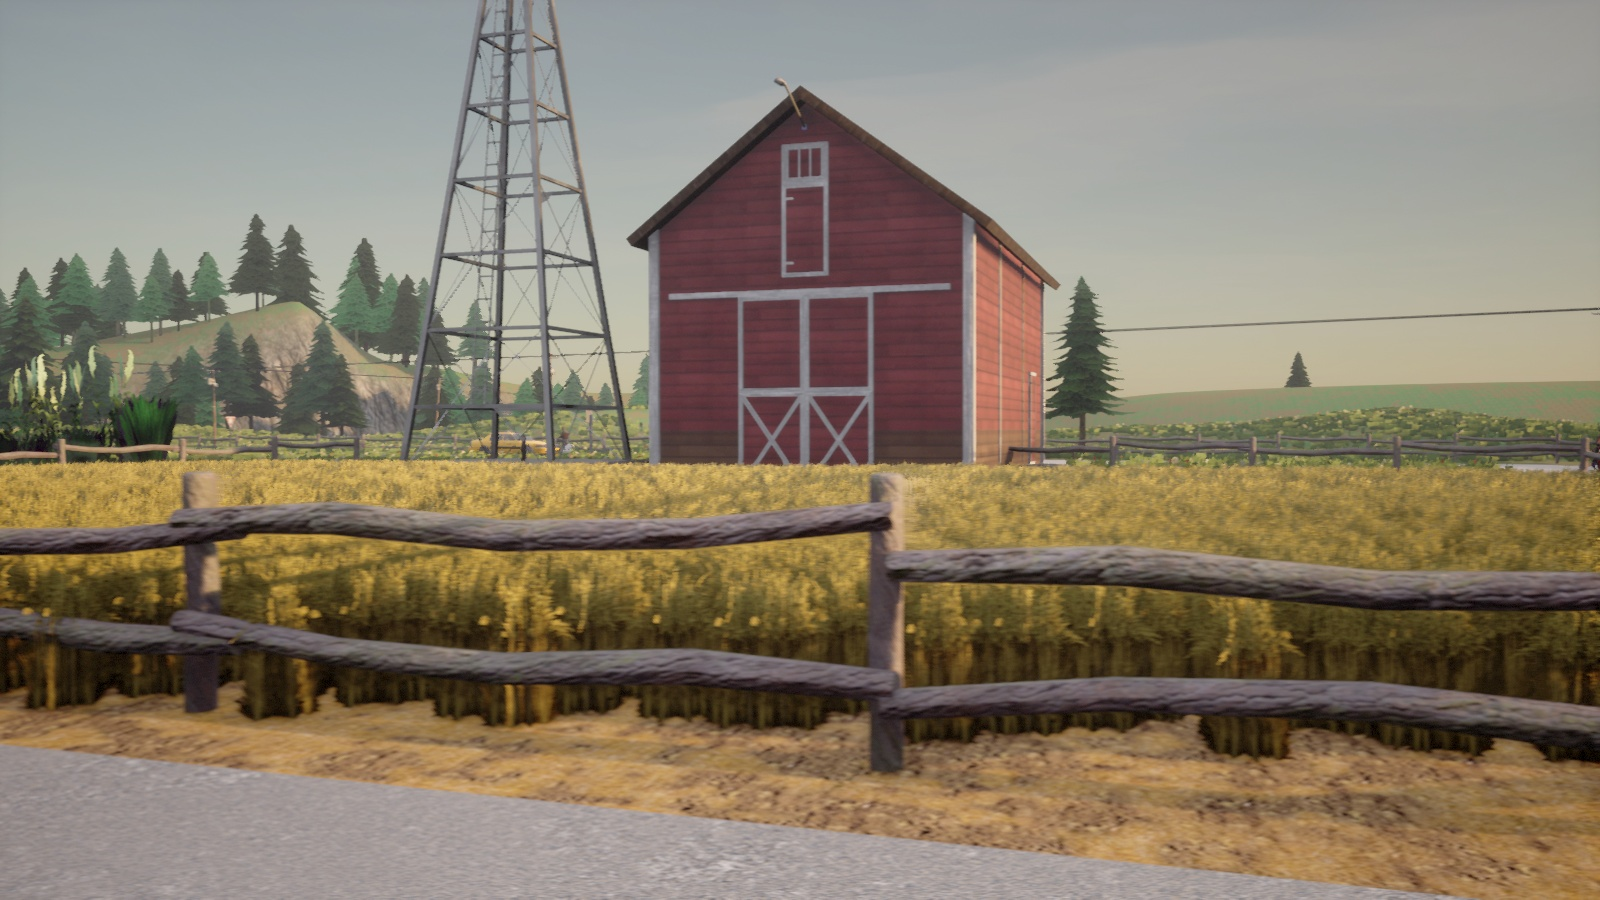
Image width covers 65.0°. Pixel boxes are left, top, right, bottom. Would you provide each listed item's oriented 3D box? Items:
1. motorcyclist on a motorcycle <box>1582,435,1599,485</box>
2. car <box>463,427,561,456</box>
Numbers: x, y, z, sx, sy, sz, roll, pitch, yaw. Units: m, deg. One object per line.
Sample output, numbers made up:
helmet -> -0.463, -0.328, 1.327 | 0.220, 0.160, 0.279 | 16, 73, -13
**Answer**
motorcyclist on a motorcycle -> 25.099, 0.292, 39.197 | 0.797, 1.523, 2.044 | 1, 1, 21
car -> -16.140, -0.483, 70.334 | 5.366, 1.575, 1.801 | 1, 1, 24
